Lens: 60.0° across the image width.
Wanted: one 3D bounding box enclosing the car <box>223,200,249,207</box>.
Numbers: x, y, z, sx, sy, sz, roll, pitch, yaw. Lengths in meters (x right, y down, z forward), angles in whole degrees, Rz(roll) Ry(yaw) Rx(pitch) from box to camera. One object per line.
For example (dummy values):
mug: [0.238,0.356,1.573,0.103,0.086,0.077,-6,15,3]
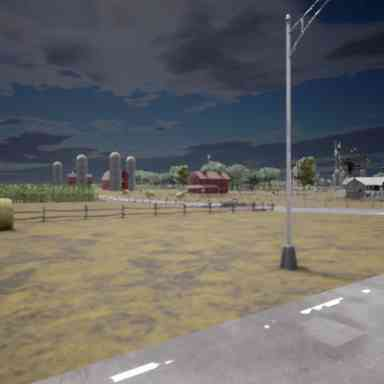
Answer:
car: [7.933,2.151,60.881,2.033,1.411,5.357,-2,1,-35]
